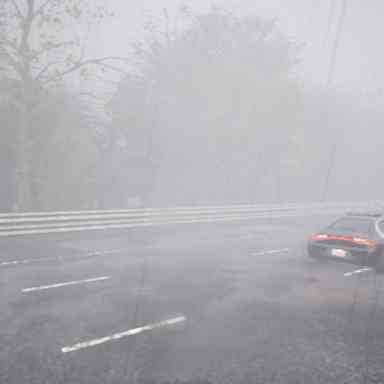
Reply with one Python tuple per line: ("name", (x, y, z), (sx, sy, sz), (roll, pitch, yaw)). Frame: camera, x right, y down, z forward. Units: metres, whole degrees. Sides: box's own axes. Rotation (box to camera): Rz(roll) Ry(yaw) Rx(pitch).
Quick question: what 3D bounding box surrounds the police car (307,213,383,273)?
("police car", (5.753, 1.472, 10.878), (4.974, 1.542, 2.038), (-1, 1, -45))
